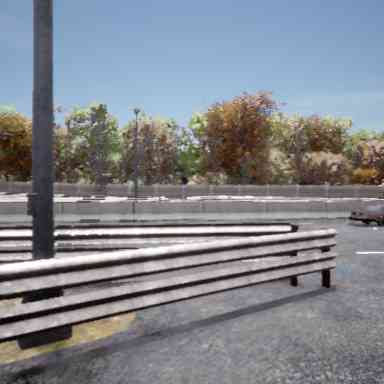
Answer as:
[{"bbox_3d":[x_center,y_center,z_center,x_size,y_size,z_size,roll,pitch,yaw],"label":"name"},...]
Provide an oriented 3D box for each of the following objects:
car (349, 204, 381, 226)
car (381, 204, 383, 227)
[{"bbox_3d":[13.180,1.477,21.930,5.357,1.411,2.033,0,0,-10],"label":"car"},{"bbox_3d":[13.898,1.150,18.503,5.566,2.045,2.150,0,0,-10],"label":"car"}]
